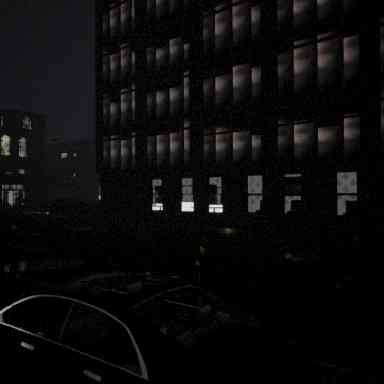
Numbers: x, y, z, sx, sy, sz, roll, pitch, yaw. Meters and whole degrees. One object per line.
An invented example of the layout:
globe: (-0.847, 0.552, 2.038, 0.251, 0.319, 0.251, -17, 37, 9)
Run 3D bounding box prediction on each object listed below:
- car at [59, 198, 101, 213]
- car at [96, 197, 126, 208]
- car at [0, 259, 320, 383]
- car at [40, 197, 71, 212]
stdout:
car: (-12.197, 1.683, 37.287, 1.802, 1.307, 4.206, -1, -1, 36)
car: (-12.416, 1.643, 51.193, 1.967, 1.590, 4.097, -1, -1, 36)
car: (-0.978, 1.551, 3.574, 4.403, 1.369, 2.008, 0, 0, 35)
car: (-16.394, 1.489, 41.408, 2.097, 1.767, 4.553, 0, -1, 37)
